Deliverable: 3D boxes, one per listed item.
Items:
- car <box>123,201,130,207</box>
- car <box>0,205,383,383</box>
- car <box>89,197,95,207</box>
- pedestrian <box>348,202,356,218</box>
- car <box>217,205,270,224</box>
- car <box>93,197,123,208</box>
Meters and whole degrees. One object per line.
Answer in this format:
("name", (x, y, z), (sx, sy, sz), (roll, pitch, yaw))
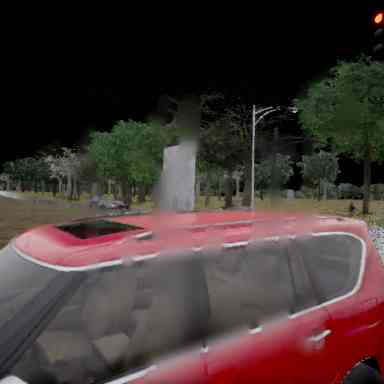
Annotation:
("car", (-12.299, 2.190, 56.728), (1.837, 1.490, 4.892), (3, -2, -36))
("car", (-0.570, 1.222, 2.523), (5.566, 2.045, 2.150), (0, 0, -34))
("car", (-18.388, 1.965, 65.207), (2.150, 2.045, 5.566), (3, -2, -36))
("pedestrian", (13.333, 1.718, 27.800), (0.375, 1.860, 0.375), (2, -1, -36))
("car", (4.187, 1.805, 27.492), (1.994, 1.385, 4.181), (3, -2, -35))
("car", (-13.164, 2.017, 51.690), (2.128, 1.511, 4.902), (3, -2, -35))
